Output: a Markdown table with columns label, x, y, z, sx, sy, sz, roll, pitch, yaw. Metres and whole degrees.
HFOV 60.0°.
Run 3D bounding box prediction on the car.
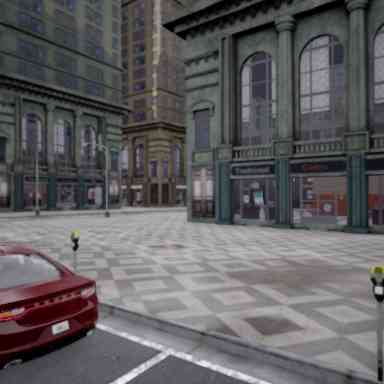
| label | x | y | z | sx | sy | sz | roll | pitch | yaw |
| --- | --- | --- | --- | --- | --- | --- | --- | --- | --- |
| car | -3.453 | 1.550 | 5.427 | 4.507 | 1.381 | 1.887 | 0 | 0 | 35 |
